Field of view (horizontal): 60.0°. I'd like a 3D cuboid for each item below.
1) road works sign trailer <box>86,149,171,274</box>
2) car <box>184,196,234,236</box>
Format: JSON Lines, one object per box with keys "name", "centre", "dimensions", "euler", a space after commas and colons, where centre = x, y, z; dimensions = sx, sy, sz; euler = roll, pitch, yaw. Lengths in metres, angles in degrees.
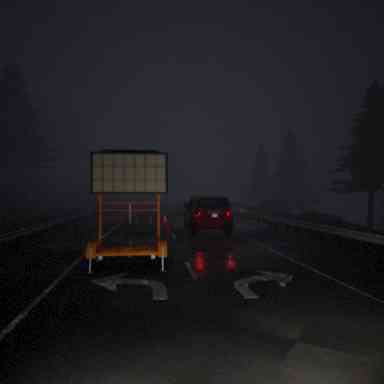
{"name": "road works sign trailer", "centre": [-1.979, 0.460, 10.657], "dimensions": [2.380, 3.560, 2.880], "euler": [0, 0, -6]}
{"name": "car", "centre": [0.806, 1.215, 18.633], "dimensions": [2.150, 2.045, 5.566], "euler": [0, 0, -6]}
